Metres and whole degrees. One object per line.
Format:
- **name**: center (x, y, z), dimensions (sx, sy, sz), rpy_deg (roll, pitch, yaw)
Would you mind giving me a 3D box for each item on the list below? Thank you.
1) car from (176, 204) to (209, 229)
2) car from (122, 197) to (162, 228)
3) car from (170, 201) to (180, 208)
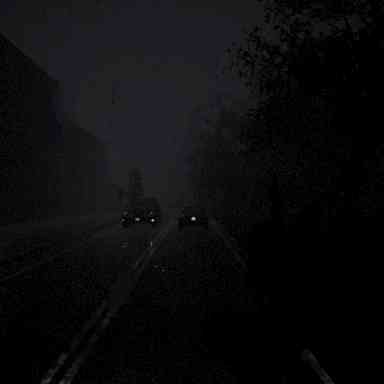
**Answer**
- **car**: center (0.098, 1.691, 22.899), dimensions (1.994, 1.385, 4.181), rpy_deg (0, -1, 0)
- **car**: center (-3.353, 1.352, 23.269), dimensions (2.150, 2.045, 5.566), rpy_deg (0, -1, 0)
- **car**: center (-3.162, 2.426, 64.133), dimensions (1.994, 1.385, 4.181), rpy_deg (0, -1, 1)
